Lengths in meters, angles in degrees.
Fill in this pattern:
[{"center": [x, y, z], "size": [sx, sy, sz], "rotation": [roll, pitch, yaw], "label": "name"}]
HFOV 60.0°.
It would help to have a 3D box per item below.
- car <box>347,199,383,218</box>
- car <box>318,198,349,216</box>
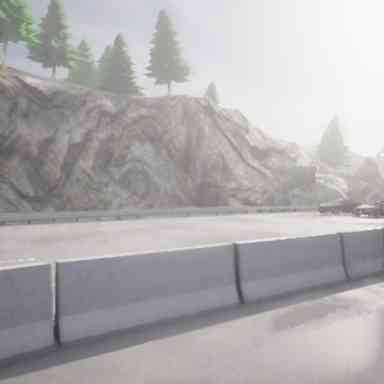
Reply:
[{"center": [15.970, 1.475, 28.739], "size": [4.181, 1.385, 1.994], "rotation": [0, 0, -24], "label": "car"}, {"center": [14.346, 1.375, 31.845], "size": [5.008, 1.535, 1.882], "rotation": [0, 0, -24], "label": "car"}]
